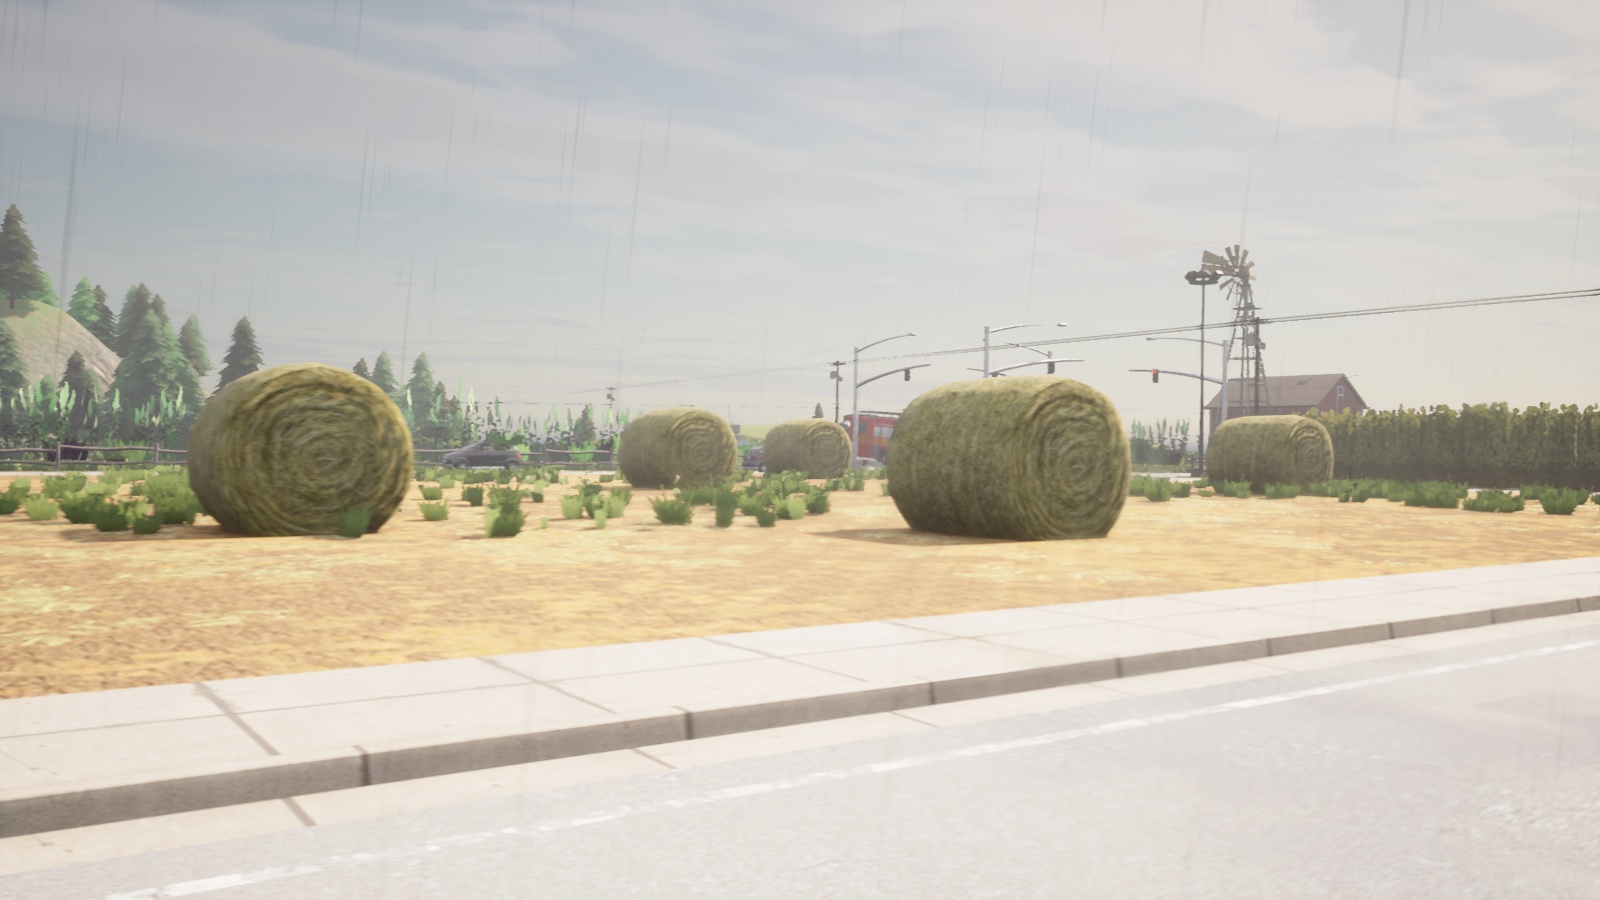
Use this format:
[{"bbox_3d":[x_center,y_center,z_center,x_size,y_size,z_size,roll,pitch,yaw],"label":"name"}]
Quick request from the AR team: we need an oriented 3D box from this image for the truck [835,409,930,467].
[{"bbox_3d":[5.992,-0.980,93.129,2.891,3.827,8.468,0,3,-28],"label":"truck"}]

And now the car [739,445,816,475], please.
[{"bbox_3d":[-1.215,0.543,67.367,3.705,1.549,1.789,0,0,-31],"label":"car"}]

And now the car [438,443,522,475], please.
[{"bbox_3d":[-15.930,0.447,62.574,3.705,1.549,1.789,0,0,-31],"label":"car"}]
